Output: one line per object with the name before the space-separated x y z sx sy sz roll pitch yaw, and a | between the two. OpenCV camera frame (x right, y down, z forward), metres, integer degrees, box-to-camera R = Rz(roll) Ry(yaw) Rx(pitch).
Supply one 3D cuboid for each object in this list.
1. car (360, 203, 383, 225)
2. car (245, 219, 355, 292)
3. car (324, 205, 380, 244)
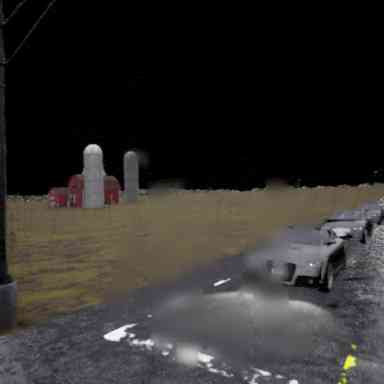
car | 13.461 1.622 25.287 2.128 1.511 4.902 -1 -1 33
car | 3.095 1.678 9.349 1.994 1.385 4.181 -2 -1 34
car | 7.993 1.627 16.890 2.128 1.511 4.902 -1 -1 33
